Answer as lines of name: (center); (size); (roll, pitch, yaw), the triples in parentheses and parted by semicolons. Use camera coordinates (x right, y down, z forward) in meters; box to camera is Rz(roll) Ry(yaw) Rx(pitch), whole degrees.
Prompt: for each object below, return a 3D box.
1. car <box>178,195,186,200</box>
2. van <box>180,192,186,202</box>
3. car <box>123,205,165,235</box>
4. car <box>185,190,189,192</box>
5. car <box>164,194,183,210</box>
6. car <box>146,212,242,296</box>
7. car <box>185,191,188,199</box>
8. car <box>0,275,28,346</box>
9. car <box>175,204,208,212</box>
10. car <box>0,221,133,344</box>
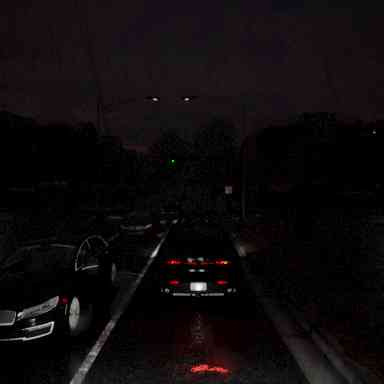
car: (-2.523, 1.443, 88.507); (2.008, 1.369, 4.403); (-1, 0, 0)
van: (-2.564, 1.369, 66.343); (1.690, 1.788, 3.998); (-1, 0, 0)
car: (-2.633, 1.584, 17.410); (1.802, 1.307, 4.206); (-2, 0, 0)
car: (-2.517, 1.146, 94.056); (2.192, 1.841, 5.009); (-1, 1, 0)
car: (-2.599, 1.490, 44.187); (1.967, 1.590, 4.097); (-2, 0, 0)
car: (0.116, 1.503, 8.600); (1.837, 1.490, 4.892); (0, 0, 0)
car: (-2.557, 1.318, 71.886); (2.192, 1.841, 5.009); (-1, 0, 0)
car: (-2.657, 1.550, 1.066); (2.008, 1.369, 4.403); (-2, 0, 0)
car: (0.191, 1.606, 20.173); (1.895, 1.301, 4.718); (0, 0, 1)
car: (-2.650, 1.549, 6.515); (2.008, 1.369, 4.403); (-2, 0, 0)
